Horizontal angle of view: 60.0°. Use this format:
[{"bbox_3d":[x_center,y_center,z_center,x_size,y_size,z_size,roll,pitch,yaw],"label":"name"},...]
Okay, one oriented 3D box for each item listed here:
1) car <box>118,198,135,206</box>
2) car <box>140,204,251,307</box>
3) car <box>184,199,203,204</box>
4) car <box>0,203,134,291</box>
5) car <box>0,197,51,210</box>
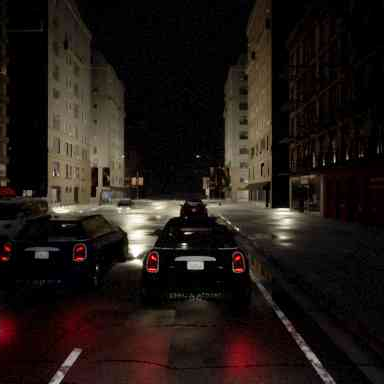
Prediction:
[{"bbox_3d":[-9.730,1.595,49.191,1.994,1.385,4.181,0,0,0],"label":"car"},{"bbox_3d":[0.101,1.353,8.160,2.097,1.767,4.553,0,0,1],"label":"car"},{"bbox_3d":[0.117,1.361,26.112,2.097,1.767,4.553,0,0,0],"label":"car"},{"bbox_3d":[-3.148,1.353,9.156,2.097,1.767,4.553,0,0,1],"label":"car"},{"bbox_3d":[-6.595,1.223,11.444,2.150,2.045,5.566,0,0,0],"label":"car"}]
